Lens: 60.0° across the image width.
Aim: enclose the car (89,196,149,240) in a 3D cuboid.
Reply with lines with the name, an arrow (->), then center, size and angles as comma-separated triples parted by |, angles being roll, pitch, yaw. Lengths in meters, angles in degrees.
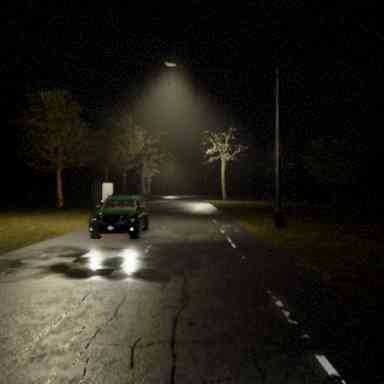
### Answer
car -> -3.591, 1.223, 17.394 | 2.150, 2.045, 5.566 | 0, 0, 0
